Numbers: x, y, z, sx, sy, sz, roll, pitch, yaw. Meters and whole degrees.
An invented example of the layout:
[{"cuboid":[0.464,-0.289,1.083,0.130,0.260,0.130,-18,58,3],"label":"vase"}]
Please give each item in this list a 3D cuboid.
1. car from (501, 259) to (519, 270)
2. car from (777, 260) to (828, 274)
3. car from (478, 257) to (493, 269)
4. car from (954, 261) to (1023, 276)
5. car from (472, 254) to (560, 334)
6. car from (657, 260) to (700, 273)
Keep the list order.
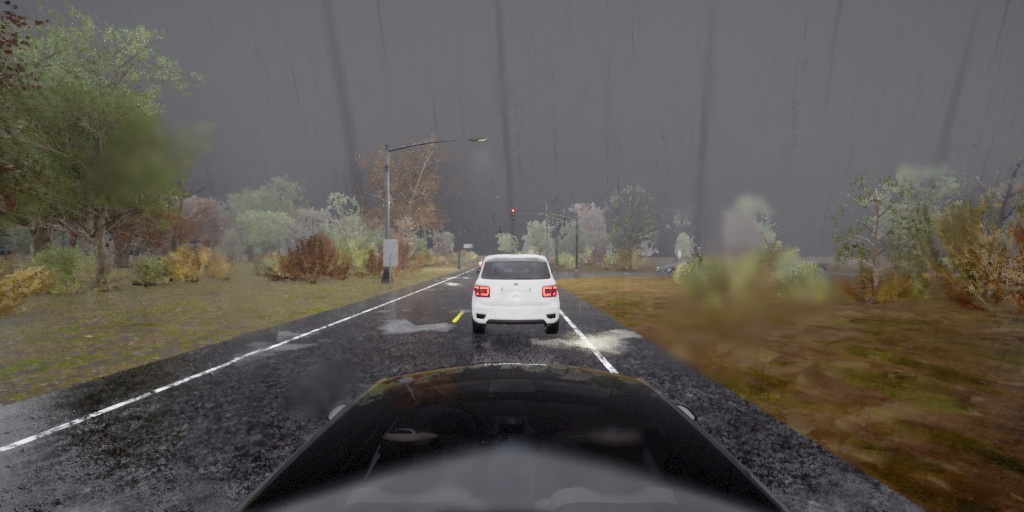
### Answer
[{"cuboid":[-0.366,1.229,52.978,1.882,1.535,5.008,-1,0,-8],"label":"car"},{"cuboid":[33.313,1.250,41.234,5.008,1.535,1.882,-1,0,3],"label":"car"},{"cuboid":[-4.205,1.104,57.563,2.097,1.767,4.553,0,0,-2],"label":"car"},{"cuboid":[49.073,1.279,37.107,4.902,1.511,2.128,0,0,5],"label":"car"},{"cuboid":[0.088,0.971,10.744,2.150,2.045,5.566,0,0,0],"label":"car"},{"cuboid":[19.369,1.253,41.609,4.902,1.511,2.128,0,0,1],"label":"car"}]
